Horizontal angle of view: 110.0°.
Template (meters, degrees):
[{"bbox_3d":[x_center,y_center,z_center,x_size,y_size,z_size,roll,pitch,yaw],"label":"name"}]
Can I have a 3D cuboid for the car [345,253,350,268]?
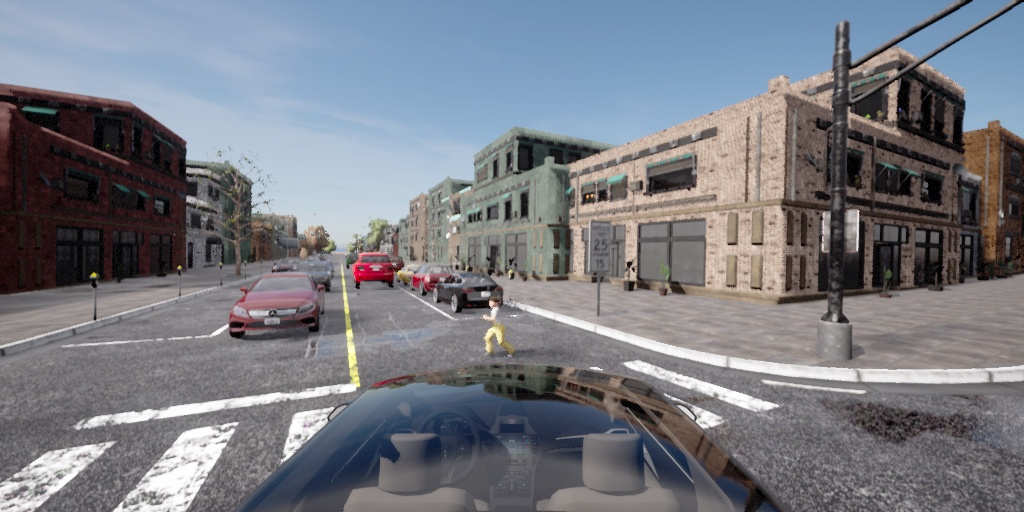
[{"bbox_3d":[-21.503,0.616,49.118,2.150,2.045,5.566,1,0,-26],"label":"car"}]

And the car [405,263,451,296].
[{"bbox_3d":[-4.167,1.134,18.901,1.967,1.591,4.097,0,0,-26],"label":"car"}]

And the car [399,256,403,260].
[{"bbox_3d":[-11.356,0.880,33.913,2.192,1.841,5.009,0,0,-26],"label":"car"}]

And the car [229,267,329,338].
[{"bbox_3d":[-6.457,1.214,10.281,1.812,1.442,4.674,1,0,-25],"label":"car"}]

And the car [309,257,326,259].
[{"bbox_3d":[-15.534,1.072,29.265,2.033,1.411,5.357,1,0,-25],"label":"car"}]

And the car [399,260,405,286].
[{"bbox_3d":[-6.637,1.177,24.058,1.751,1.417,4.829,0,0,-26],"label":"car"}]

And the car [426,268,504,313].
[{"bbox_3d":[-1.771,1.304,13.897,1.948,1.339,4.313,0,0,-26],"label":"car"}]

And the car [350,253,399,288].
[{"bbox_3d":[-8.890,0.846,22.793,2.150,2.045,5.566,1,0,-26],"label":"car"}]

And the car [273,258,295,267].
[{"bbox_3d":[-18.912,0.919,30.291,1.967,1.591,4.097,0,0,-26],"label":"car"}]

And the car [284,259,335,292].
[{"bbox_3d":[-10.947,1.112,19.668,1.837,1.490,4.892,1,0,-26],"label":"car"}]

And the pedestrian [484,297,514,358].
[{"bbox_3d":[-0.273,1.348,7.028,0.375,1.300,0.375,0,1,-26],"label":"pedestrian"}]
